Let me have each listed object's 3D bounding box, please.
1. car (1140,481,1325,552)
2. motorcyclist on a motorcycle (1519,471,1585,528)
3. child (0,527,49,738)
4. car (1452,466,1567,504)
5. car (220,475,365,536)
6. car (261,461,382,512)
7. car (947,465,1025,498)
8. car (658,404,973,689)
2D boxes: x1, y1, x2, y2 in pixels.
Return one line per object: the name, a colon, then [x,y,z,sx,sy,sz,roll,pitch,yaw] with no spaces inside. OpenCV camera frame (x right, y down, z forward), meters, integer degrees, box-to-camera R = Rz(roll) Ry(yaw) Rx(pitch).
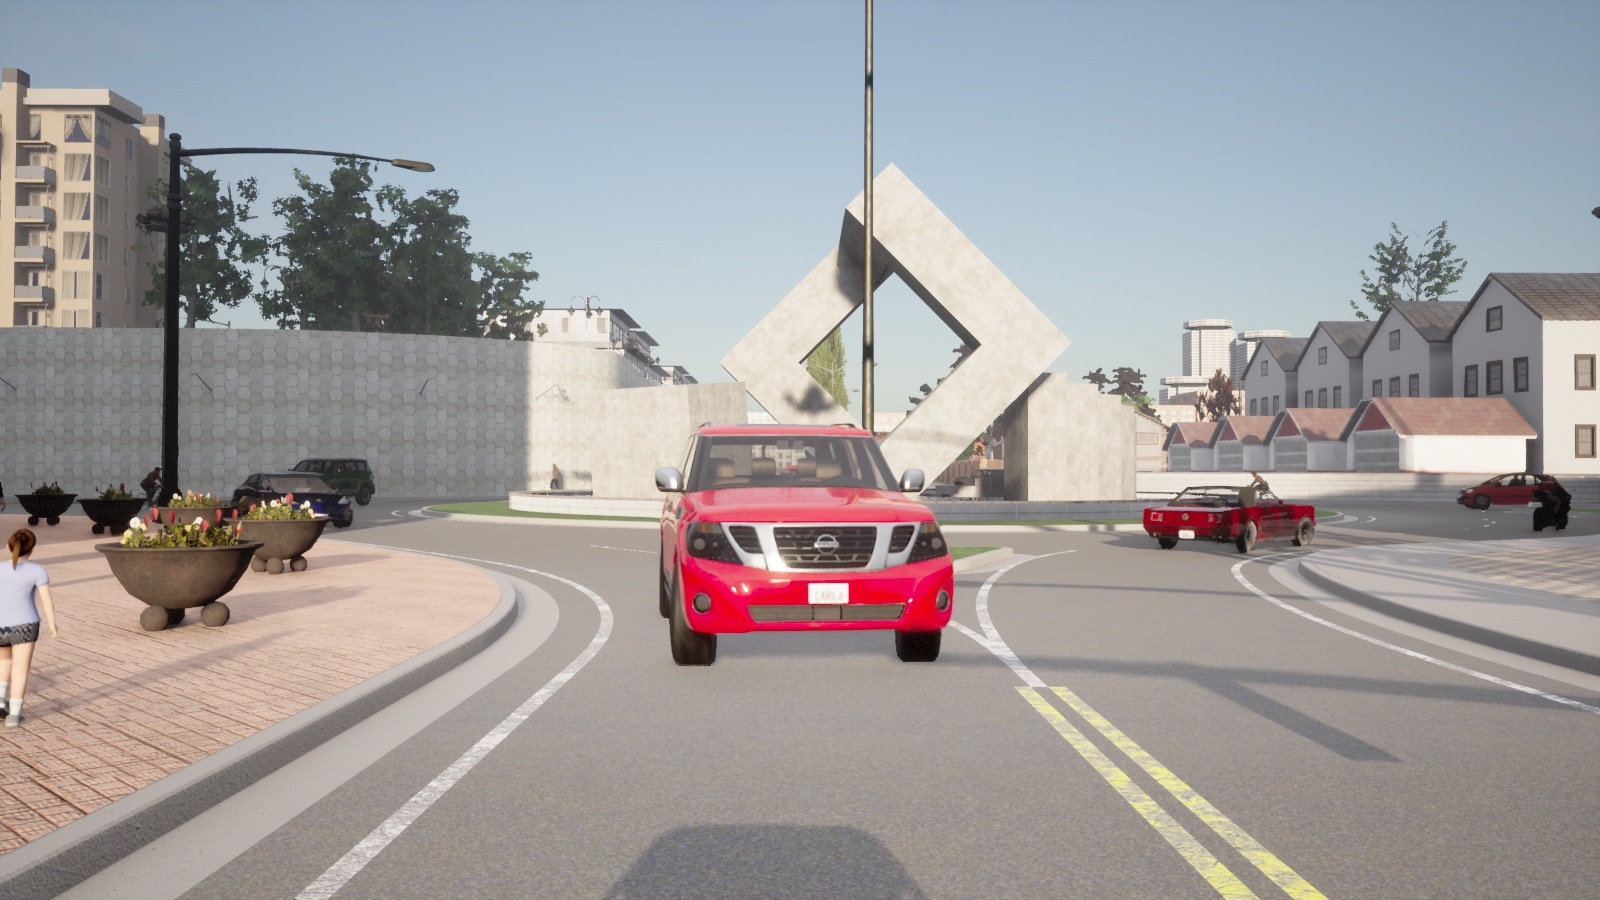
car: [9.088,1.317,26.143,1.895,1.301,4.718,-1,-1,43]
motorcyclist on a motorcycle: [20.743,1.347,34.636,2.191,1.530,0.866,1,-1,-40]
child: [-4.344,0.993,6.934,0.255,1.110,0.394,0,-1,-18]
car: [30.612,1.500,54.281,3.988,1.617,1.851,0,-1,15]
car: [-13.732,1.436,33.835,2.163,1.488,4.792,1,-1,-41]
car: [-20.191,1.508,53.343,2.150,2.045,5.566,0,-1,12]
car: [11.000,1.833,74.397,1.932,1.855,4.605,0,-1,-34]
car: [-0.180,0.733,11.924,2.150,2.045,5.566,0,-1,-8]
